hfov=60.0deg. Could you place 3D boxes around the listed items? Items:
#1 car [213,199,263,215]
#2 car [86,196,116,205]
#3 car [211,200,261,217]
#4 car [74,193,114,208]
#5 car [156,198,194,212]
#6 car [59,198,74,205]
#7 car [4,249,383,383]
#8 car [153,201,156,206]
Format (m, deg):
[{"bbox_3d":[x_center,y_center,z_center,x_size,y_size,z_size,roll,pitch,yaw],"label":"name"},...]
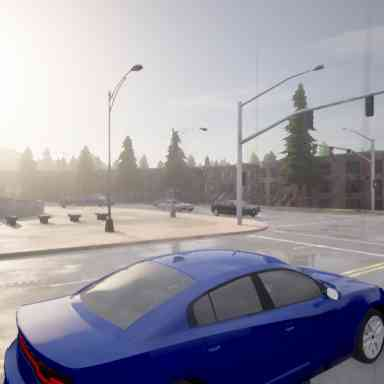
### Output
[{"bbox_3d":[4.782,1.547,35.268,2.033,1.411,5.357,0,0,-36],"label":"car"},{"bbox_3d":[-15.695,1.505,57.360,4.892,1.490,1.837,0,-1,23],"label":"car"},{"bbox_3d":[3.823,1.478,30.620,1.882,1.535,5.008,0,0,-36],"label":"car"},{"bbox_3d":[-14.155,1.222,48.796,5.566,2.045,2.150,0,0,28],"label":"car"},{"bbox_3d":[-1.788,1.601,38.105,1.895,1.301,4.718,0,0,-39],"label":"car"},{"bbox_3d":[-19.587,1.601,55.117,4.718,1.301,1.895,0,0,20],"label":"car"},{"bbox_3d":[0.528,1.478,4.175,5.008,1.535,1.882,0,0,-35],"label":"car"},{"bbox_3d":[-3.013,1.548,44.839,5.357,1.411,2.033,0,0,45],"label":"car"}]
